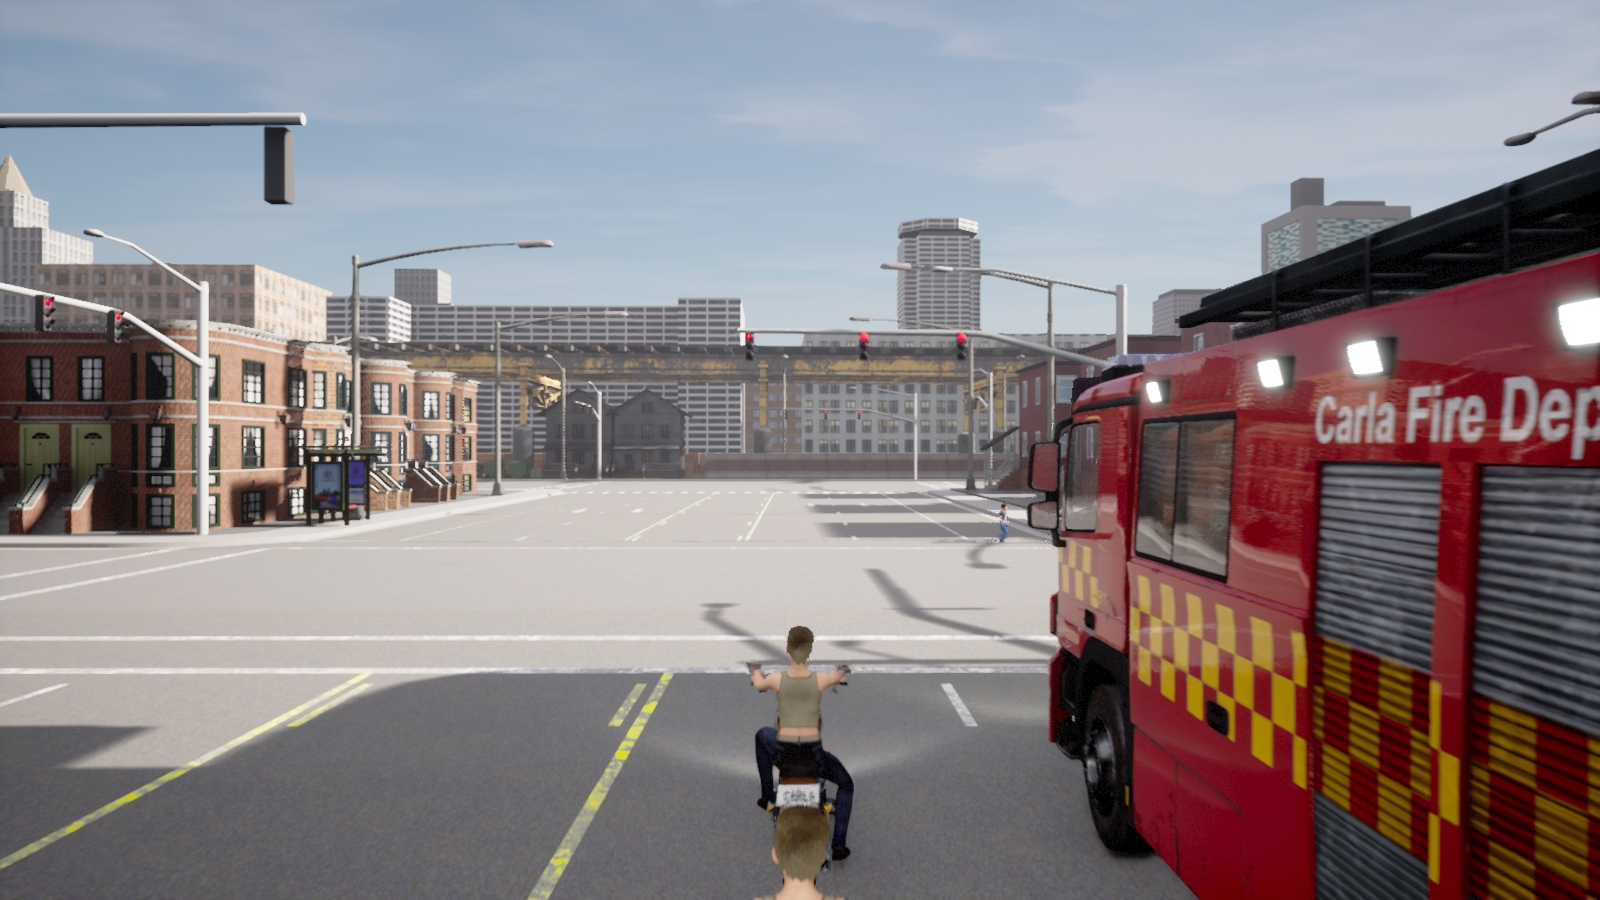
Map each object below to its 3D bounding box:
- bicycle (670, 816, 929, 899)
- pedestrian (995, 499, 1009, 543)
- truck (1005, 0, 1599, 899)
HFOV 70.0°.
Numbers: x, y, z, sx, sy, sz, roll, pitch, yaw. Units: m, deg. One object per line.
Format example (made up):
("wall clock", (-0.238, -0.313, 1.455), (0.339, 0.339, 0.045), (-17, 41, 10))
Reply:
("bicycle", (-0.003, 2.145, 3.923), (0.859, 1.301, 1.487), (0, 0, 0))
("pedestrian", (6.076, 2.125, 34.435), (0.375, 1.300, 0.375), (0, 0, 17))
("truck", (3.244, 0.890, 5.748), (2.891, 3.827, 8.468), (0, 0, 0))
